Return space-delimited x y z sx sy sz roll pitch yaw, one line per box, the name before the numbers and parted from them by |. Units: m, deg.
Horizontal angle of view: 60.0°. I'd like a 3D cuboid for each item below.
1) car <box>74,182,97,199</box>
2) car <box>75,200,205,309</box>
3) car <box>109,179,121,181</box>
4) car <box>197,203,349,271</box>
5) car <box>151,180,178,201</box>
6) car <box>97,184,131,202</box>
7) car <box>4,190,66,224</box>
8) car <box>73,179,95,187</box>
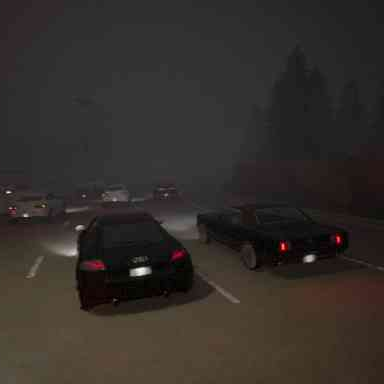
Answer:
car | -9.740 -0.095 32.002 1.895 1.301 4.718 -3 4 -2
car | -1.460 1.131 7.152 1.994 1.385 4.181 -4 4 -19
car | -15.419 -2.388 68.658 1.895 1.301 4.718 -1 4 17
car | 1.633 0.932 8.729 1.895 1.301 4.718 -4 4 -18
car | -2.157 -0.148 26.120 2.128 1.511 4.902 -3 4 -7
car | -5.427 0.159 24.104 1.812 1.442 4.674 -3 4 -8
car | -8.021 0.701 17.503 1.812 1.442 4.674 -3 4 -9
car | -20.530 -1.737 63.508 1.994 1.385 4.181 -2 4 14
